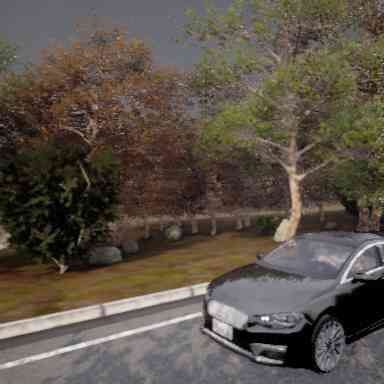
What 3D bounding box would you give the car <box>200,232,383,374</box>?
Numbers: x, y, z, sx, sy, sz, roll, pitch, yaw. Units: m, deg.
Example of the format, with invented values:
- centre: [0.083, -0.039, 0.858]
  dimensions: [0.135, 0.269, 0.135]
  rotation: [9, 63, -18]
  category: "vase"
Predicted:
- centre: [2.384, 1.492, 5.694]
  dimensions: [4.902, 1.511, 2.128]
  rotation: [0, 0, -36]
  category: "car"
